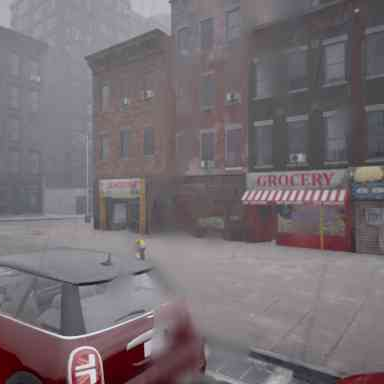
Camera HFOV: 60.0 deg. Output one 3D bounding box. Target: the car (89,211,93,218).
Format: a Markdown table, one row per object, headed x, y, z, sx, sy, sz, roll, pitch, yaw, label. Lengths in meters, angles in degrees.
| x | y | z | sx | sy | sz | roll | pitch | yaw | label |
| --- | --- | --- | --- | --- | --- | --- | --- | --- | --- |
| -8.858 | 2.182 | 36.507 | 2.033 | 1.411 | 5.357 | -1 | -2 | 36 | car |

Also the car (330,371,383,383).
| x | y | z | sx | sy | sz | roll | pitch | yaw | label |
| --- | --- | --- | --- | --- | --- | --- | --- | --- | --- |
| 2.542 | 1.544 | 0.991 | 4.507 | 1.381 | 1.887 | 0 | 0 | 36 | car |

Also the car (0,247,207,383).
| x | y | z | sx | sy | sz | roll | pitch | yaw | label |
| --- | --- | --- | --- | --- | --- | --- | --- | --- | --- |
| -1.921 | 1.441 | 4.212 | 4.097 | 1.590 | 1.967 | 0 | 0 | 36 | car |
